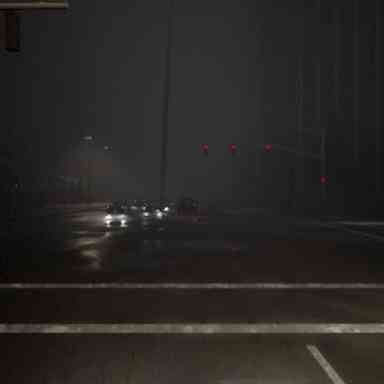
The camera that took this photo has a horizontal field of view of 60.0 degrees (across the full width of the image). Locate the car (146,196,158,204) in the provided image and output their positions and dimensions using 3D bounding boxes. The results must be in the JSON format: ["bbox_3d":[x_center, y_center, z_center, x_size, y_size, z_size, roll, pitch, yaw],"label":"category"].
[{"bbox_3d":[-8.063,1.565,67.563,2.033,1.411,5.357,0,0,-1],"label":"car"}]

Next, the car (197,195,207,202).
[{"bbox_3d":[2.310,1.471,77.343,2.033,1.411,5.357,0,0,-1],"label":"car"}]

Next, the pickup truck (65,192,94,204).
[{"bbox_3d":[-21.110,1.079,61.681,2.390,2.098,6.274,0,0,30],"label":"pickup truck"}]

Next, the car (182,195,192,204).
[{"bbox_3d":[-1.057,1.497,67.067,1.882,1.535,5.008,0,0,-1],"label":"car"}]

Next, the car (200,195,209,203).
[{"bbox_3d":[2.443,1.545,67.124,1.812,1.442,4.674,0,0,-1],"label":"car"}]

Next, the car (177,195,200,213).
[{"bbox_3d":[-0.551,1.363,36.559,2.097,1.767,4.553,0,0,-1],"label":"car"}]

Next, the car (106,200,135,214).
[{"bbox_3d":[-7.734,1.612,35.550,1.895,1.301,4.718,0,0,-1],"label":"car"}]

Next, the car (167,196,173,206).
[{"bbox_3d":[-4.423,1.506,50.669,2.128,1.511,4.902,0,0,-1],"label":"car"}]

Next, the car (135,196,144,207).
[{"bbox_3d":[-7.939,1.369,52.699,2.097,1.767,4.553,0,0,0],"label":"car"}]

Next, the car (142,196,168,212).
[{"bbox_3d":[-4.286,1.538,38.896,1.812,1.442,4.674,0,0,1],"label":"car"}]
